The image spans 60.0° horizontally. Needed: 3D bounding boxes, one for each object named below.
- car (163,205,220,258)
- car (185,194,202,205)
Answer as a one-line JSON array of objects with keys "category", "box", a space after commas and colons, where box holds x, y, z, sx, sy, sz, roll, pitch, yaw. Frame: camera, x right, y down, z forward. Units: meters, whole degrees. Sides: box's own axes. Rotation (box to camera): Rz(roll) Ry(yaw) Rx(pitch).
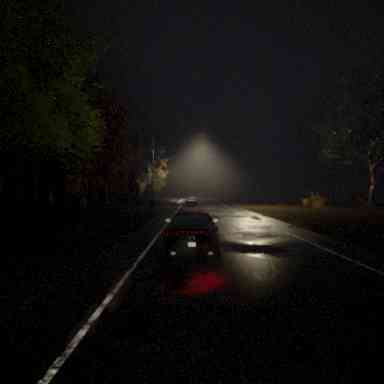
[{"category": "car", "box": [-0.004, 1.474, 12.742, 1.882, 1.535, 5.008, 0, 0, 0]}, {"category": "car", "box": [-0.021, 1.457, 51.795, 2.128, 1.511, 4.902, 0, 0, 0]}]
